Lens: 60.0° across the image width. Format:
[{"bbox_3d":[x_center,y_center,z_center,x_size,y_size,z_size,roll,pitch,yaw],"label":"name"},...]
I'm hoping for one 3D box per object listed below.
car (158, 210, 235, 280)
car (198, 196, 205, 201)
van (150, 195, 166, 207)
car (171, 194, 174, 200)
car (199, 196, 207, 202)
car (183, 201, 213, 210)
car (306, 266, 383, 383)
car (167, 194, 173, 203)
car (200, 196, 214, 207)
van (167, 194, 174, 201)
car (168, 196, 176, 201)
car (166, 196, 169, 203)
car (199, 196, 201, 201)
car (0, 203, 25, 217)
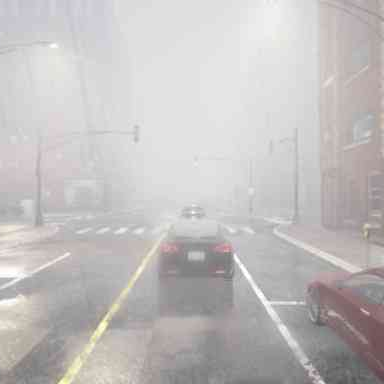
[{"bbox_3d":[0.102,1.520,10.030,2.163,1.488,4.792,0,0,0],"label":"car"},{"bbox_3d":[2.702,1.744,93.036,1.802,1.307,4.206,1,0,0],"label":"car"},{"bbox_3d":[-5.675,1.430,53.508,1.690,1.788,3.998,1,0,0],"label":"van"},{"bbox_3d":[-5.677,1.654,75.947,1.752,1.417,4.829,1,0,0],"label":"car"},{"bbox_3d":[2.702,1.705,81.730,1.947,1.339,4.313,1,0,0],"label":"car"},{"bbox_3d":[0.099,1.584,22.705,2.033,1.411,5.357,0,0,0],"label":"car"},{"bbox_3d":[2.838,1.589,4.215,1.802,1.307,4.206,1,0,0],"label":"car"},{"bbox_3d":[-5.678,1.700,70.464,1.802,1.307,4.206,1,0,0],"label":"car"},{"bbox_3d":[2.702,1.614,53.639,1.752,1.417,4.829,1,0,0],"label":"car"},{"bbox_3d":[-5.674,1.492,87.422,1.690,1.788,3.998,1,0,0],"label":"van"},{"bbox_3d":[-5.677,1.707,93.074,1.887,1.381,4.507,1,0,0],"label":"car"},{"bbox_3d":[-5.678,1.681,59.160,1.802,1.307,4.206,1,0,0],"label":"car"},{"bbox_3d":[2.703,1.673,76.079,1.887,1.381,4.507,1,0,0],"label":"car"},{"bbox_3d":[-18.710,1.772,32.598,4.313,1.339,1.947,0,-1,0],"label":"car"}]
